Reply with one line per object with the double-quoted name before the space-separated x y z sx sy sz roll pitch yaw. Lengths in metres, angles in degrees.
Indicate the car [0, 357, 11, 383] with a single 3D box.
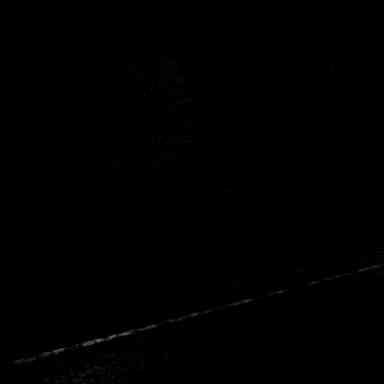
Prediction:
"car" -3.410 1.513 1.313 4.892 1.490 1.837 -1 0 -36
